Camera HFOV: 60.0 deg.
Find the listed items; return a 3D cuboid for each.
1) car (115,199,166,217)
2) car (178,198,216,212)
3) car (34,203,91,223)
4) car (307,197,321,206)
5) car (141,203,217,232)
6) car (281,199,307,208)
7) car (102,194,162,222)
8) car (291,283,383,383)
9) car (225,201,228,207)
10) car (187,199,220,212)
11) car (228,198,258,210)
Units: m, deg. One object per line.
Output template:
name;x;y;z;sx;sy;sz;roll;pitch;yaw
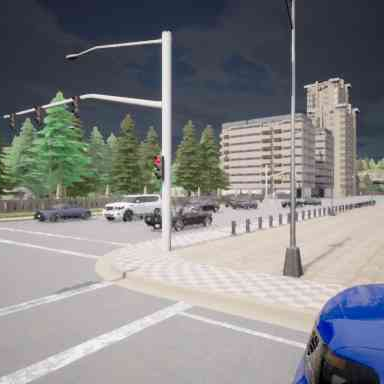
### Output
car;-4.974;1.491;32.725;2.128;1.511;4.902;0;0;35
car;0.702;1.547;40.682;2.033;1.411;5.357;0;0;36
car;-9.937;1.564;25.765;1.994;1.385;4.181;0;0;35
car;20.229;1.564;55.678;1.994;1.385;4.181;0;0;35
car;-0.640;1.601;20.379;1.895;1.301;4.718;0;0;36
car;14.446;1.601;47.568;1.895;1.301;4.718;0;0;35
car;-4.644;1.221;27.159;2.150;2.045;5.566;0;0;35
car;3.361;1.221;1.569;5.566;2.045;2.150;0;0;36
car;6.526;1.564;48.791;1.994;1.385;4.181;0;0;36
car;1.120;1.491;35.239;2.128;1.511;4.902;0;0;36
car;6.945;1.564;43.382;1.994;1.385;4.181;0;0;36
